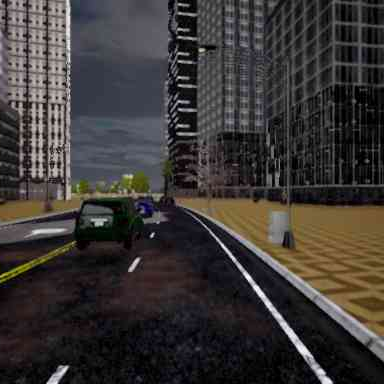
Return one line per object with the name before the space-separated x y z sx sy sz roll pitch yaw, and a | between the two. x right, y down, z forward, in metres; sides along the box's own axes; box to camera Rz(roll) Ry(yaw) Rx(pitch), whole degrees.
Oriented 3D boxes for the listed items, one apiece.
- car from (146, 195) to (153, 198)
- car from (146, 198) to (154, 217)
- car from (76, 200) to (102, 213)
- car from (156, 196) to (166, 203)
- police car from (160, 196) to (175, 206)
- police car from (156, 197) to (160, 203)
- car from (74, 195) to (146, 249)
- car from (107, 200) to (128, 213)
car | -12.122 1.506 93.444 2.097 1.767 4.553 0 0 -15
car | -4.751 1.625 32.779 1.812 1.442 4.674 0 0 -5
car | -12.190 1.677 39.852 2.033 1.411 5.357 0 0 -6
car | -7.225 1.766 76.739 1.812 1.442 4.674 0 0 -12
police car | -4.206 1.610 60.881 1.930 1.638 5.238 0 0 -10
police car | -6.027 1.644 70.876 1.930 1.638 5.238 0 0 -11
car | -3.531 1.268 14.918 2.150 2.045 5.566 0 0 -2
car | -9.005 1.692 40.492 1.994 1.385 4.181 0 0 -7
